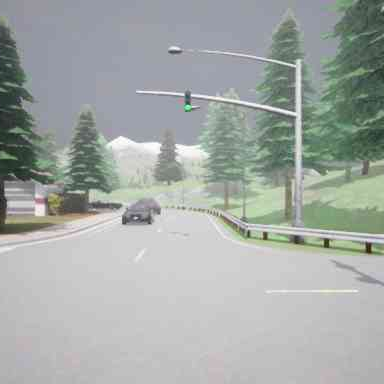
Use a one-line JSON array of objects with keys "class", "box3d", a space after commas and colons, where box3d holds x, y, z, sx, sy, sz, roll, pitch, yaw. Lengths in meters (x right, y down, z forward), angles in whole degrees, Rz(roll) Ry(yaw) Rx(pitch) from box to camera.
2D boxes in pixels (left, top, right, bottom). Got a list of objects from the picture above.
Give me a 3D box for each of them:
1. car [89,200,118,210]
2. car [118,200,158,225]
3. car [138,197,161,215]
[{"class": "car", "box3d": [-11.151, 1.605, 41.840, 4.718, 1.301, 1.895, 0, 0, 14]}, {"class": "car", "box3d": [-3.842, 1.562, 24.269, 1.994, 1.385, 4.181, 0, 0, -2]}, {"class": "car", "box3d": [-4.621, 1.350, 34.064, 2.097, 1.767, 4.553, 0, 0, -19]}]
